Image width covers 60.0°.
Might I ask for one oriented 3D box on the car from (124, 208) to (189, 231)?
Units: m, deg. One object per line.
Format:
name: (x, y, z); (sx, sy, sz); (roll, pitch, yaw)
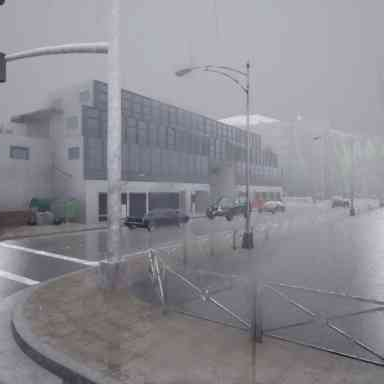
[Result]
car: (-2.265, 1.777, 22.128); (1.895, 1.301, 4.718); (0, 0, 36)

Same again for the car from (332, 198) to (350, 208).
car: (22.774, 1.681, 50.861); (1.837, 1.490, 4.892); (0, 0, 36)

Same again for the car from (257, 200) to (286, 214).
car: (9.243, 1.702, 38.229); (1.812, 1.442, 4.674); (0, 0, 36)

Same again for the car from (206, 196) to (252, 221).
car: (3.467, 1.398, 30.157); (2.150, 2.045, 5.566); (0, 0, 36)
